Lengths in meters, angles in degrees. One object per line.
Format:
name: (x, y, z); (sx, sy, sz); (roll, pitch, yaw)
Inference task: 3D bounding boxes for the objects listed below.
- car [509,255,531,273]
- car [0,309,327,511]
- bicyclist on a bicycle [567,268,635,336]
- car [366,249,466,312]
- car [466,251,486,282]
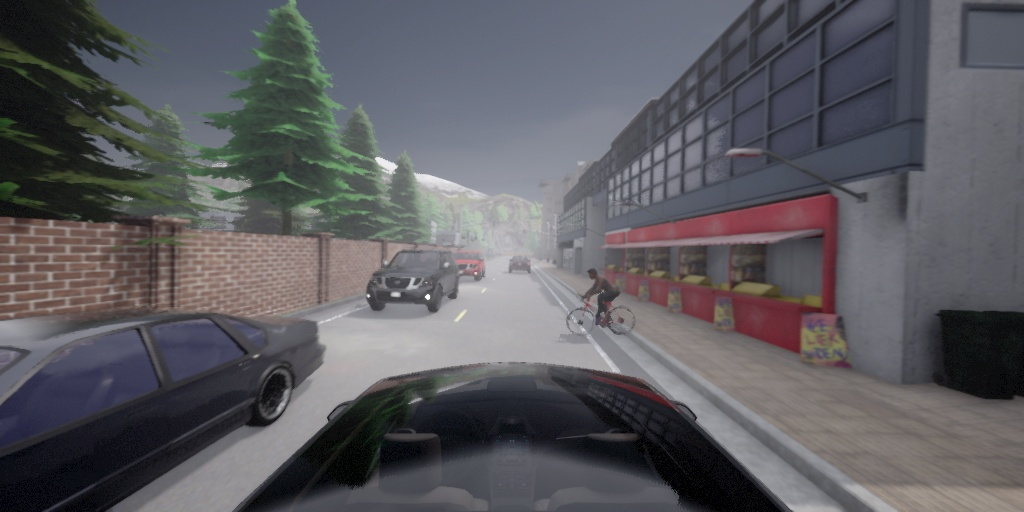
car: (0.773, 0.720, 35.404); (2.097, 1.767, 4.553); (1, 1, 1)
car: (-3.592, 1.203, 2.777); (2.033, 1.411, 5.357); (1, 1, 1)
bicyclist on a bicycle: (2.104, 1.103, 8.563); (1.656, 1.620, 0.582); (-2, 1, 1)
car: (-3.367, 0.757, 13.394); (2.150, 2.045, 5.566); (1, 1, 2)
car: (-3.117, 0.625, 25.281); (2.150, 2.045, 5.566); (1, 0, 1)
